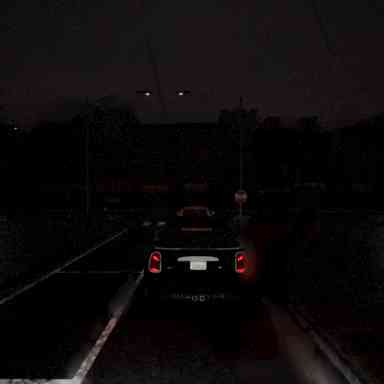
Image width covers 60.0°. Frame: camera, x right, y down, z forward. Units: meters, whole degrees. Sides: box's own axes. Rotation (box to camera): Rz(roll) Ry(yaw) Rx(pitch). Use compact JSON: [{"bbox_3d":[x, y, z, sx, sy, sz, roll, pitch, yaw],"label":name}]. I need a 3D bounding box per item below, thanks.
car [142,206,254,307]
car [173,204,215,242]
[{"bbox_3d":[0.115,1.348,8.122,2.097,1.767,4.553,0,0,0],"label":"car"},{"bbox_3d":[0.190,1.471,17.442,1.882,1.535,5.008,0,0,2],"label":"car"}]
